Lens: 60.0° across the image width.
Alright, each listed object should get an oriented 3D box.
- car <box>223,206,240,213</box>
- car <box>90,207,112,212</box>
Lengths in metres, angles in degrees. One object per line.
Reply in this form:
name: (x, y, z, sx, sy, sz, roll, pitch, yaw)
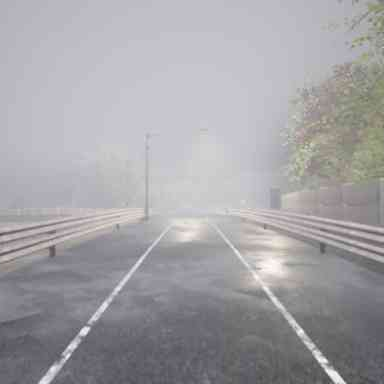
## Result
car: (9.349, 4.062, 74.555, 2.033, 1.411, 5.357, -1, -3, 27)
car: (-11.700, 2.782, 45.605, 1.812, 1.442, 4.674, -2, -3, 45)
